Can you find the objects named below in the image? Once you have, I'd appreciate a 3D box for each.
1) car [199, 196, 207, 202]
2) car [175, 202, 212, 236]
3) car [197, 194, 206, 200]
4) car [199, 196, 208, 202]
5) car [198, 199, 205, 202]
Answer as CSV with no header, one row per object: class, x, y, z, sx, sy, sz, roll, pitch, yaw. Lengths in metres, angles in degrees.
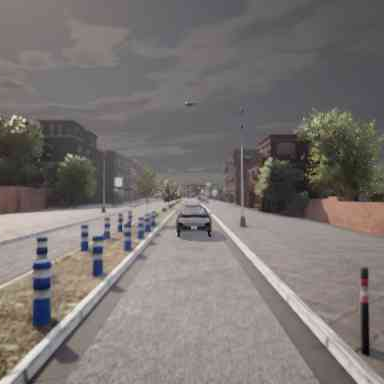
car,3.013,1.893,93.932,2.163,1.488,4.792,0,0,0
car,0.104,1.536,18.740,2.128,1.511,4.902,0,0,0
car,3.011,1.824,82.727,2.231,1.521,4.892,0,0,0
car,3.012,1.845,88.374,2.231,1.521,4.892,0,0,0
car,0.100,1.716,37.130,1.895,1.301,4.718,0,0,0
